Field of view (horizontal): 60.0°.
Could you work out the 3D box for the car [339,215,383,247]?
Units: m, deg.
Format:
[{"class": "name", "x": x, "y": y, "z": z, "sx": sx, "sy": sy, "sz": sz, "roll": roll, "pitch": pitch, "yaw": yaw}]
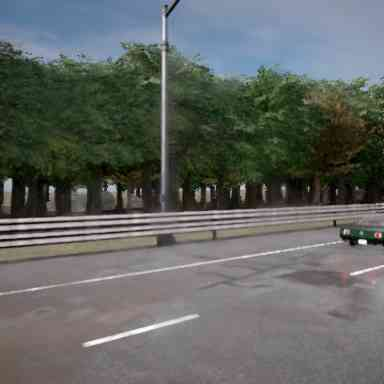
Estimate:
[{"class": "car", "x": 8.322, "y": 1.620, "z": 13.973, "sx": 4.718, "sy": 1.301, "sz": 1.895, "roll": 0, "pitch": 0, "yaw": -35}]
